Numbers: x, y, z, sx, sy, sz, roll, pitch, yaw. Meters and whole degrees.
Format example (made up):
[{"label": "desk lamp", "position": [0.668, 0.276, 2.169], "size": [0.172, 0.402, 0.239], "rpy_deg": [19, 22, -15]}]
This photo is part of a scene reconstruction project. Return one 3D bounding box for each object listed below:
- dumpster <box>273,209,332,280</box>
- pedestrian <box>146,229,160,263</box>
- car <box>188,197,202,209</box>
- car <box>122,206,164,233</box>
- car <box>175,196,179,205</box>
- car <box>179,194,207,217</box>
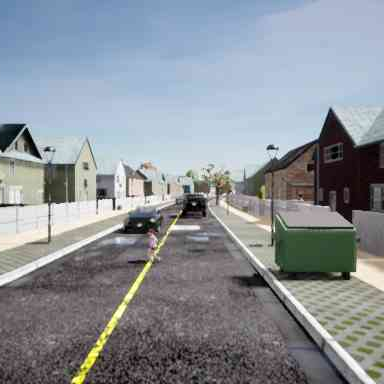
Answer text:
[{"label": "dumpster", "position": [3.049, 1.390, 9.429], "size": [1.020, 1.700, 1.940], "rpy_deg": [0, 0, 0]}, {"label": "pedestrian", "position": [-1.199, 1.669, 10.467], "size": [0.500, 1.100, 0.500], "rpy_deg": [0, 0, -6]}, {"label": "car", "position": [0.499, 1.494, 46.093], "size": [1.812, 1.442, 4.674], "rpy_deg": [0, 0, 2]}, {"label": "car", "position": [-2.772, 1.552, 19.597], "size": [1.994, 1.385, 4.181], "rpy_deg": [0, 0, 0]}, {"label": "car", "position": [-1.879, 1.452, 57.588], "size": [2.128, 1.511, 4.902], "rpy_deg": [0, 0, 4]}, {"label": "car", "position": [0.213, 1.196, 31.328], "size": [2.150, 2.045, 5.566], "rpy_deg": [0, -1, 1]}]
